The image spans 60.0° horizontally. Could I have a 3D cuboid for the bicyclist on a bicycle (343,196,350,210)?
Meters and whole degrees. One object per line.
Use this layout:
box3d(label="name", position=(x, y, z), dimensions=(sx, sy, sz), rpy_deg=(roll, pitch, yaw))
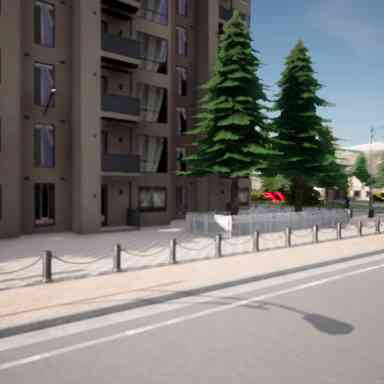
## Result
box3d(label="bicyclist on a bicycle", position=(18.303, 1.267, 39.391), dimensions=(1.656, 1.620, 0.582), rpy_deg=(0, 0, -35))
